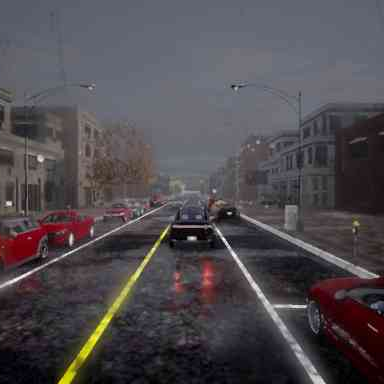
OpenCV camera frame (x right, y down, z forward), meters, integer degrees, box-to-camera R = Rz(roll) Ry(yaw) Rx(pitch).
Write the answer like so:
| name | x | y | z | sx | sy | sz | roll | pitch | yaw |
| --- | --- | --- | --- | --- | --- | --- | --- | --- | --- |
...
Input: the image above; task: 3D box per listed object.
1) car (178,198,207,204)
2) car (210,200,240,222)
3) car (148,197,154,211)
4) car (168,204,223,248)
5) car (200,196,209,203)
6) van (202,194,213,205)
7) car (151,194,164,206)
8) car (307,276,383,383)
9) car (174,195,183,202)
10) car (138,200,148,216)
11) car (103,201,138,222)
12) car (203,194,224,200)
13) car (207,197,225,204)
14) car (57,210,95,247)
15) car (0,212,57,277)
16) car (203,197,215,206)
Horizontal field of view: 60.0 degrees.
| name | x | y | z | sx | sy | sz | roll | pitch | yaw |
| --- | --- | --- | --- | --- | --- | --- | --- | --- | --- |
| car | -0.001 | 1.557 | 29.652 | 2.033 | 1.411 | 5.357 | 0 | 0 | 0 |
| car | 2.688 | 1.560 | 25.945 | 1.947 | 1.339 | 4.313 | -1 | 0 | 0 |
| car | -5.693 | 1.573 | 37.040 | 1.802 | 1.307 | 4.206 | -1 | 0 | 0 |
| car | -0.001 | 1.492 | 14.651 | 2.128 | 1.511 | 4.902 | 0 | 0 | 0 |
| car | 2.688 | 1.508 | 70.502 | 1.752 | 1.417 | 4.829 | -1 | 0 | 0 |
| van | 2.685 | 1.327 | 59.235 | 1.690 | 1.788 | 3.998 | -1 | 0 | 0 |
| car | -5.695 | 1.302 | 53.685 | 2.192 | 1.841 | 5.009 | -1 | 0 | 0 |
| car | 2.687 | 1.581 | 3.752 | 1.802 | 1.307 | 4.206 | -1 | 0 | 0 |
| car | -3.001 | 1.466 | 75.984 | 2.033 | 1.411 | 5.357 | 0 | 0 | 0 |
| car | -5.693 | 1.543 | 31.491 | 2.008 | 1.369 | 4.403 | -1 | 0 | 0 |
| car | -5.693 | 1.576 | 25.943 | 1.802 | 1.307 | 4.206 | -1 | 0 | 0 |
| car | 2.685 | 1.307 | 37.042 | 2.192 | 1.841 | 5.009 | -1 | 0 | 0 |
| car | 2.688 | 1.518 | 31.663 | 1.752 | 1.417 | 4.829 | -1 | 0 | 0 |
| car | -5.693 | 1.541 | 14.847 | 1.887 | 1.381 | 4.507 | -1 | 0 | 0 |
| car | -5.694 | 1.438 | 9.298 | 1.967 | 1.590 | 4.097 | -1 | 0 | 0 |
| car | 2.688 | 1.513 | 53.857 | 1.752 | 1.417 | 4.829 | -1 | 0 | 0 |
